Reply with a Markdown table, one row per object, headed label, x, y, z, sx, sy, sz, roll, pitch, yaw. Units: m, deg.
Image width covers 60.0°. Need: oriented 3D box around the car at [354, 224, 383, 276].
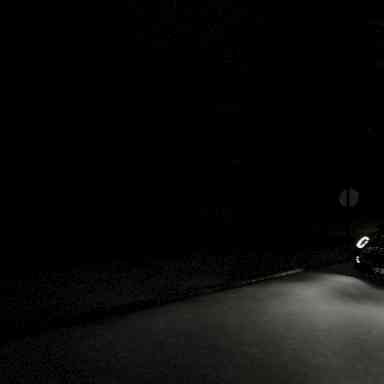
| label | x | y | z | sx | sy | sz | roll | pitch | yaw |
| --- | --- | --- | --- | --- | --- | --- | --- | --- | --- |
| car | 6.507 | 1.325 | 9.247 | 4.553 | 1.767 | 2.097 | 0 | 0 | -35 |
